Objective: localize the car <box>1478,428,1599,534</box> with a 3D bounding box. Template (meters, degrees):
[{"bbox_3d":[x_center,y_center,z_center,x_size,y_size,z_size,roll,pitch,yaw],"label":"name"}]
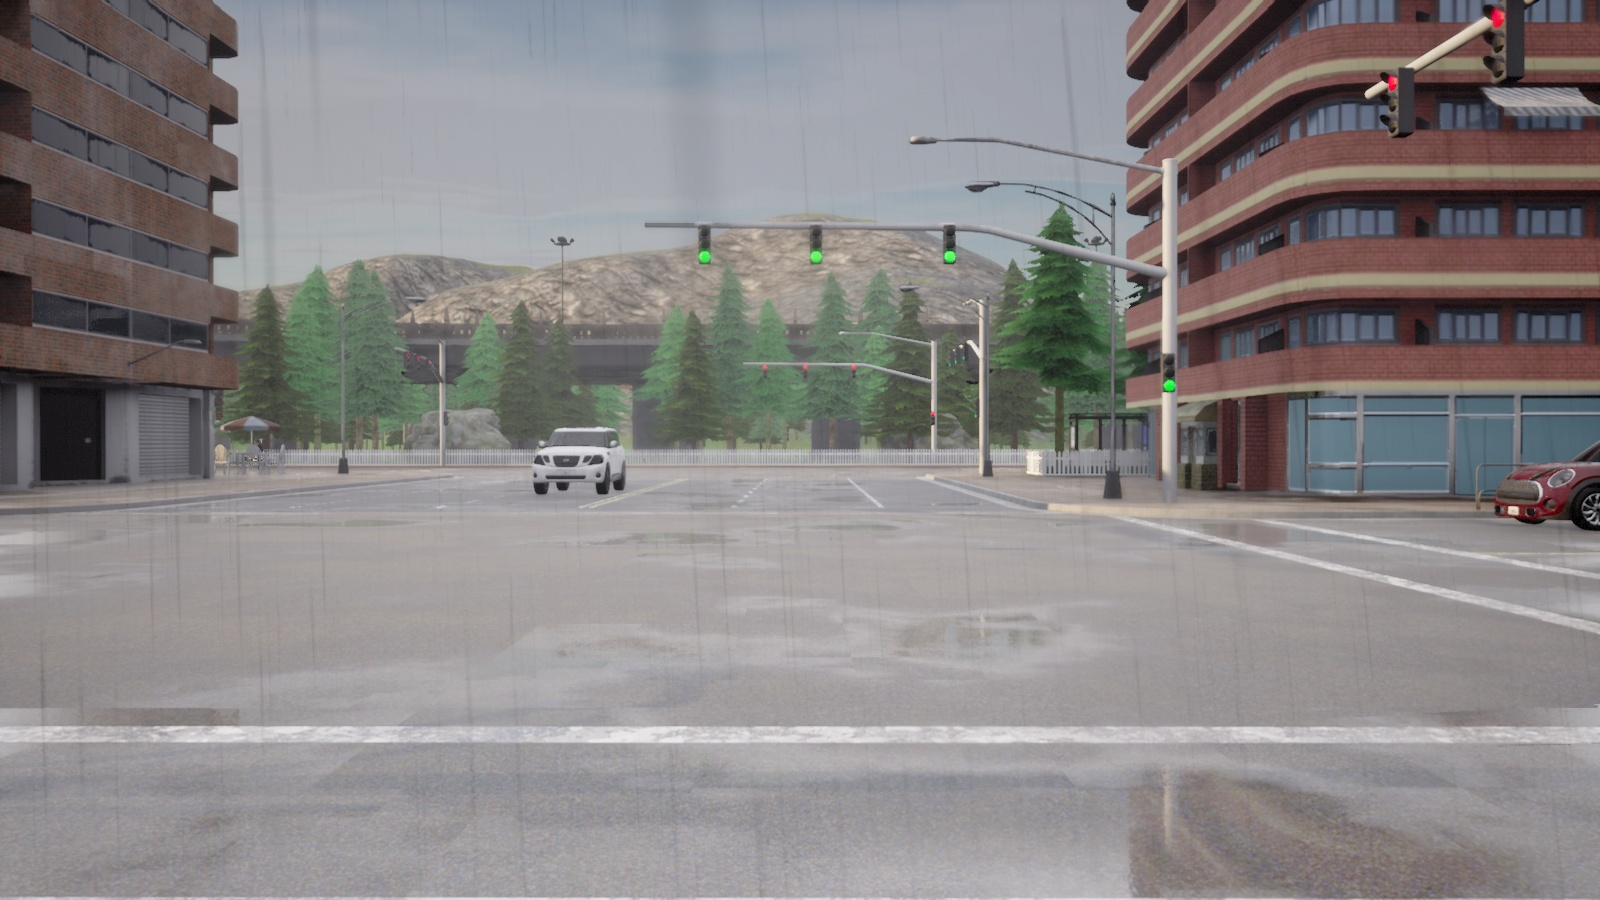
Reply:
[{"bbox_3d":[14.812,0.518,22.172,4.553,1.767,2.097,0,0,0],"label":"car"}]

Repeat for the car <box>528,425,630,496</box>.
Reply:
[{"bbox_3d":[-6.764,0.286,39.094,2.150,2.045,5.566,0,0,0],"label":"car"}]
